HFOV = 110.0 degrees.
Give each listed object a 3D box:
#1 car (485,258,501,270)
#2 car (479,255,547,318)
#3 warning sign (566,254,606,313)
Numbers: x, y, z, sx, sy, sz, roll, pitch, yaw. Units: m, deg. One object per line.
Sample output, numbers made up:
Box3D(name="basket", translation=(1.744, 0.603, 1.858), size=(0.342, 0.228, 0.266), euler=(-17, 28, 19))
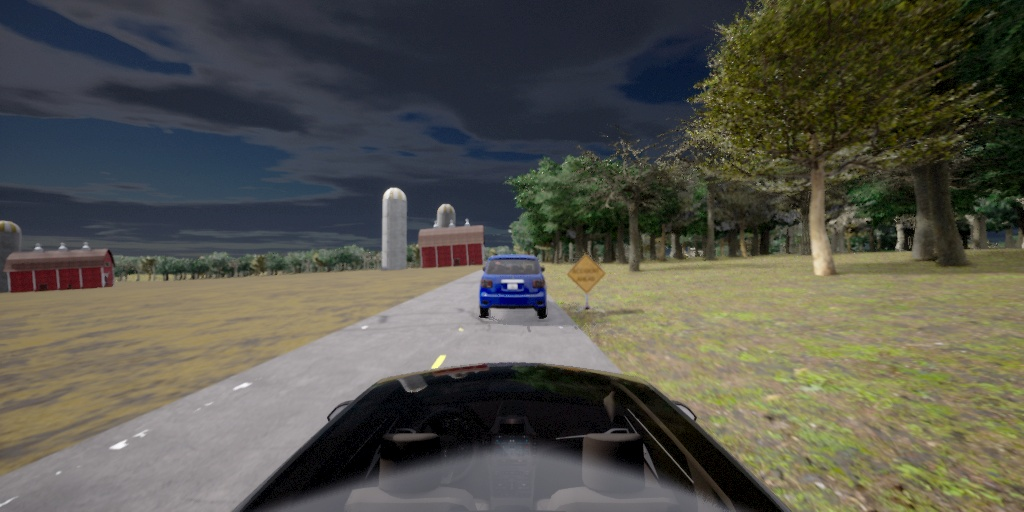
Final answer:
Box3D(name="car", translation=(-2.803, 1.143, 53.208), size=(2.097, 1.767, 4.553), euler=(0, 0, 0))
Box3D(name="car", translation=(0.066, 0.970, 13.183), size=(2.150, 2.045, 5.566), euler=(0, 0, 1))
Box3D(name="warning sign", translation=(2.453, 0.862, 11.697), size=(1.300, 1.860, 1.060), euler=(0, 0, 0))
